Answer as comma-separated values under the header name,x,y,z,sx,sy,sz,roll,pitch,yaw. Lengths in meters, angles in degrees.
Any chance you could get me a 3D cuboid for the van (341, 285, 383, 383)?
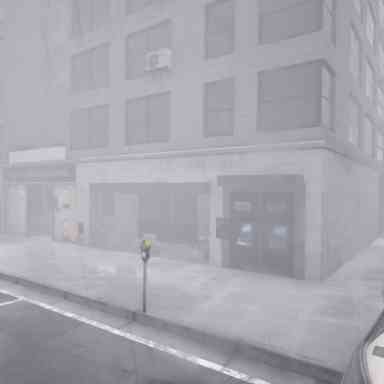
name,x,y,z,sx,sy,sz,roll,pitch,yaw
van,2.592,1.342,1.095,3.998,1.788,1.690,0,1,36
